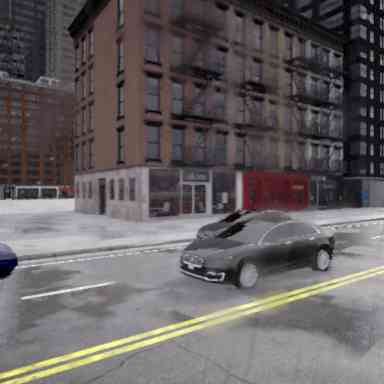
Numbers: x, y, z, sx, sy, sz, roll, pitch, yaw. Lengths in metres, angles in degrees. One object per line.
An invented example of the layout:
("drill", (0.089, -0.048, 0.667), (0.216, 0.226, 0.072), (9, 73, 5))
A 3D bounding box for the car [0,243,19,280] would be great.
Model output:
("car", (-6.437, 1.608, 7.056), (4.718, 1.301, 1.895), (0, 0, -35))

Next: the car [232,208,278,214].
("car", (2.418, 1.452, 13.378), (4.892, 1.490, 1.837), (0, 0, -35))

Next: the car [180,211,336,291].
("car", (1.954, 1.470, 9.050), (4.892, 1.490, 1.837), (0, 0, -36))
